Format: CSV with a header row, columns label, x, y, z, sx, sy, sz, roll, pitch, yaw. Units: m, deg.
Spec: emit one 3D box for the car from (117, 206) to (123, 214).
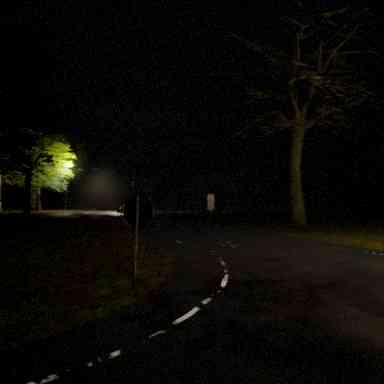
label,x,y,z,sx,sy,sz,roll,pitch,yaw
car,-11.876,3.149,58.521,2.033,1.411,5.357,3,-3,-22
